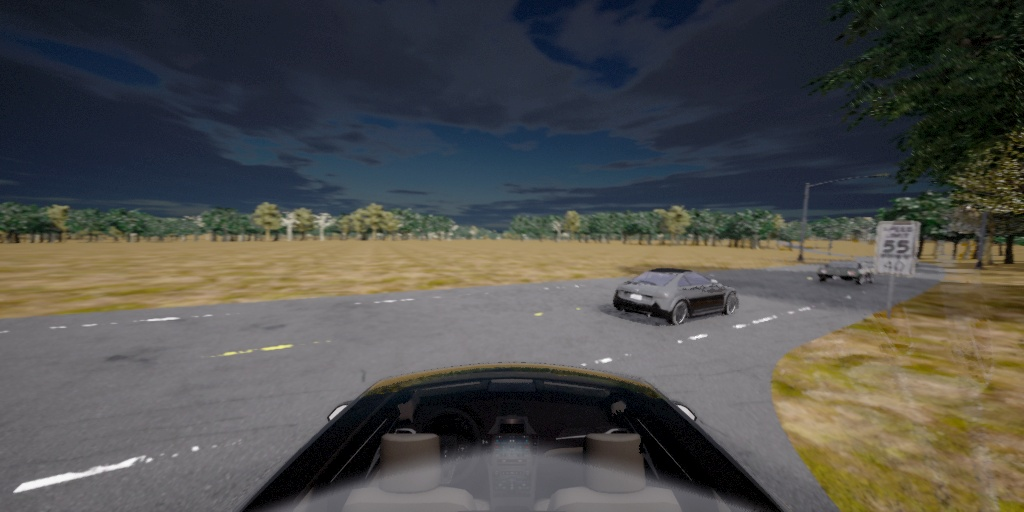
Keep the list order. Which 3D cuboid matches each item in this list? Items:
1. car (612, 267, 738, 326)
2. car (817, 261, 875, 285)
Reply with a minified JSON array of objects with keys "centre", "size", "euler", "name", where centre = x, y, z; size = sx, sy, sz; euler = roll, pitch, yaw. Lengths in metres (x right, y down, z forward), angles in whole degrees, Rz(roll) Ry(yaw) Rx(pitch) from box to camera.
[{"centre":[4.986,1.056,10.794],"size":[4.181,1.385,1.994],"euler":[-1,5,-34],"name":"car"},{"centre":[20.304,0.947,21.696],"size":[4.718,1.301,1.895],"euler":[0,4,-36],"name":"car"}]
